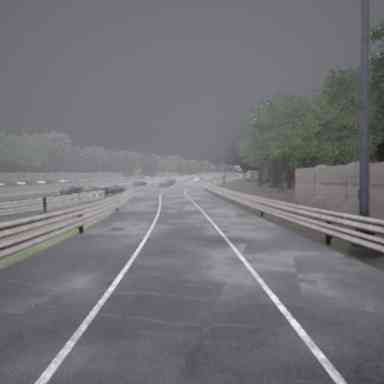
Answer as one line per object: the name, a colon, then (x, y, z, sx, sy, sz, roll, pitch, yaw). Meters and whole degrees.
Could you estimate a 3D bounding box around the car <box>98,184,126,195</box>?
car: (-11.367, -0.350, 49.101, 1.837, 1.490, 4.892, 1, 4, 14)

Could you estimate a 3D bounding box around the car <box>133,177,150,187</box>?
car: (-11.776, -1.978, 75.868, 2.128, 1.511, 4.902, 1, 4, 14)

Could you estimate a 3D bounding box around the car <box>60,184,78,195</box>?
car: (-18.150, -0.424, 50.826, 2.128, 1.511, 4.902, 1, 4, 14)

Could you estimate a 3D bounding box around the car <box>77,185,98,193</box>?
car: (-14.759, -0.319, 49.965, 1.994, 1.385, 4.181, 1, 4, 14)

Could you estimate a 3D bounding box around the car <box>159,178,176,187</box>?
car: (-5.491, -1.775, 72.186, 2.033, 1.411, 5.357, 1, 4, 14)
